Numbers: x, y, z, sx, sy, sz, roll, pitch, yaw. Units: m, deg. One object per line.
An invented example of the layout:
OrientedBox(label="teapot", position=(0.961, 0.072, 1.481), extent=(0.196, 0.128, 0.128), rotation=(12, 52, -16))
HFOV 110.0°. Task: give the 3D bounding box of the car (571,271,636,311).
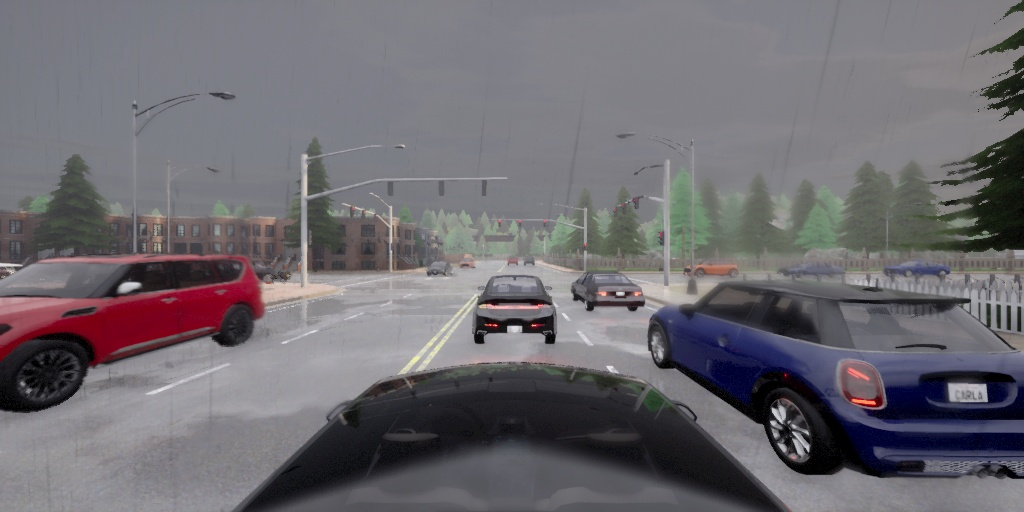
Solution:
OrientedBox(label="car", position=(3.606, 1.297, 14.376), extent=(2.033, 1.411, 5.357), rotation=(0, 0, 0))

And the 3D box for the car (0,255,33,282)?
OrientedBox(label="car", position=(-42.179, 0.971, 27.894), extent=(5.566, 2.045, 2.150), rotation=(0, 0, -21))

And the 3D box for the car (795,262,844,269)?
OrientedBox(label="car", position=(28.289, 1.297, 33.933), extent=(5.357, 1.411, 2.033), rotation=(0, 0, 1))

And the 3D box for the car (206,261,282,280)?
OrientedBox(label="car", position=(-22.820, 1.228, 30.656), extent=(5.008, 1.535, 1.882), rotation=(0, 0, -1))

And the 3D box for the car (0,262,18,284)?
OrientedBox(label="car", position=(-39.175, 1.228, 25.224), extent=(5.008, 1.535, 1.882), rotation=(0, 0, -18))

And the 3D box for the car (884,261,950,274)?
OrientedBox(label="car", position=(38.167, 1.228, 33.901), extent=(5.008, 1.535, 1.882), rotation=(0, 0, 0))

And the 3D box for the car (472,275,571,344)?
OrientedBox(label="car", position=(0.076, 1.242, 9.549), extent=(2.128, 1.511, 4.902), rotation=(0, 0, 1))

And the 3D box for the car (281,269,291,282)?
OrientedBox(label="car", position=(-19.510, 1.228, 27.219), extent=(5.008, 1.535, 1.882), rotation=(0, 0, -1))

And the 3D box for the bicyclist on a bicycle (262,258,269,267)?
OrientedBox(label="bicyclist on a bicycle", position=(-28.748, 1.053, 41.670), extent=(0.582, 1.620, 1.656), rotation=(0, 0, -1))

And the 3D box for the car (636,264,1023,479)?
OrientedBox(label="car", position=(3.607, 1.102, 4.958), extent=(2.097, 1.767, 4.553), rotation=(0, 0, 0))

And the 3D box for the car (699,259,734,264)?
OrientedBox(label="car", position=(18.764, 1.102, 33.963), extent=(4.553, 1.767, 2.097), rotation=(0, 0, 0))

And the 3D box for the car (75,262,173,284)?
OrientedBox(label="car", position=(-29.007, 1.241, 26.946), extent=(4.902, 1.511, 2.128), rotation=(0, 0, -4))

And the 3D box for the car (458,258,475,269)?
OrientedBox(label="car", position=(-6.994, 1.102, 55.547), extent=(2.097, 1.767, 4.553), rotation=(0, 0, 0))

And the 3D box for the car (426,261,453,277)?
OrientedBox(label="car", position=(-7.040, 1.256, 35.220), extent=(1.837, 1.490, 4.892), rotation=(0, 0, 0))

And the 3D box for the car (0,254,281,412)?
OrientedBox(label="car", position=(-7.089, 0.971, 6.439), extent=(2.150, 2.045, 5.566), rotation=(0, 0, 0))
